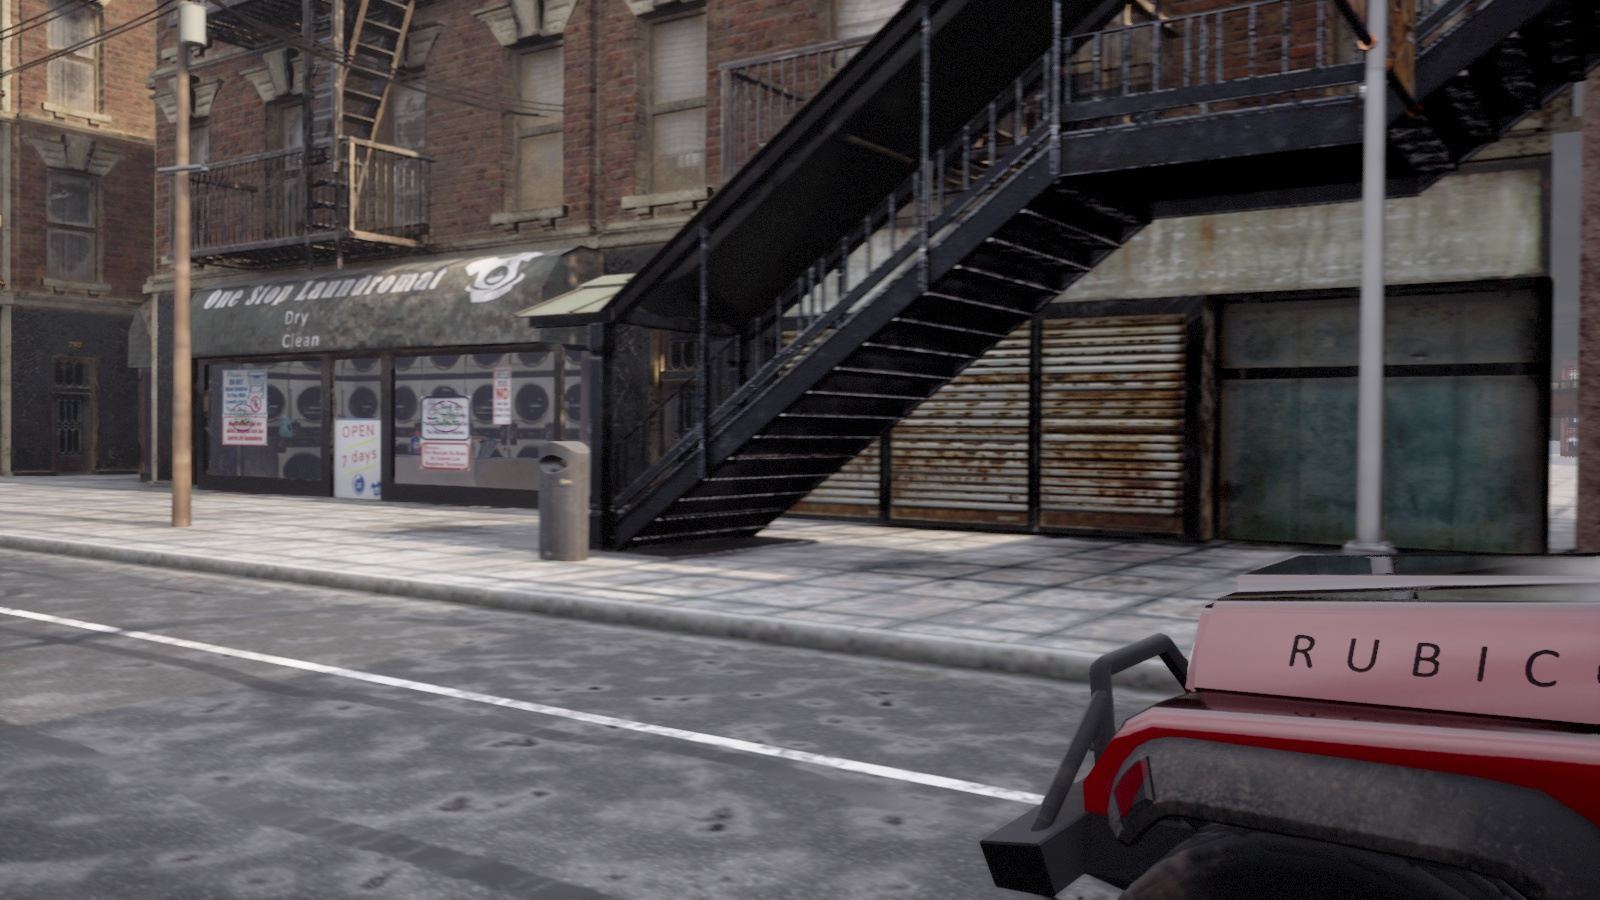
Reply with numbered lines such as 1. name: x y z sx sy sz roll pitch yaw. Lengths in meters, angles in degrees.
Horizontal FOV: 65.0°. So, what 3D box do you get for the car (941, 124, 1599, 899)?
1. car: 2.400 0.478 2.005 3.866 1.878 1.905 0 1 34
